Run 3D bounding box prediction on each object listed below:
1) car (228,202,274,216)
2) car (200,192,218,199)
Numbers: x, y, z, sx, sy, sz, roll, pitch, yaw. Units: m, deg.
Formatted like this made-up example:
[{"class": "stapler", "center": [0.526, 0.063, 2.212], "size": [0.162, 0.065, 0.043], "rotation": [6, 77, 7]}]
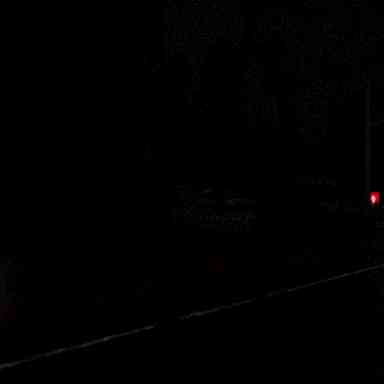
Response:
[{"class": "car", "center": [5.721, 1.605, 31.614], "size": [1.895, 1.301, 4.718], "rotation": [0, 0, -37]}, {"class": "car", "center": [5.034, 1.085, 92.368], "size": [1.932, 1.855, 4.605], "rotation": [0, 0, -37]}]
